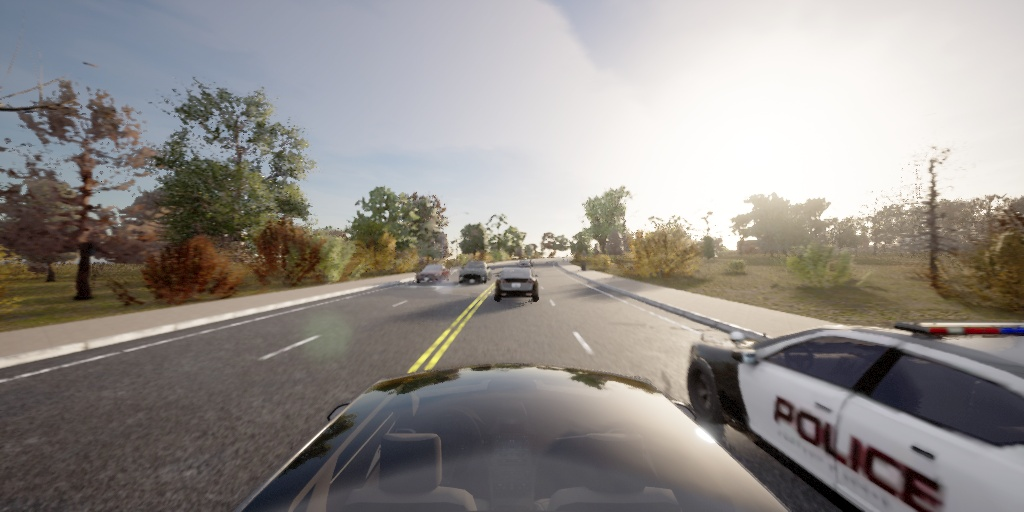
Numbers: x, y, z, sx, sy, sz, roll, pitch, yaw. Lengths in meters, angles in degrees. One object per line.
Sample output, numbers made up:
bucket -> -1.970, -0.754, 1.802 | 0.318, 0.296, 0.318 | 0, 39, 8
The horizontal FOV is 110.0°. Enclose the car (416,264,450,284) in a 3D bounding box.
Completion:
car -> -6.030, 1.364, 27.957 | 1.812, 1.442, 4.674 | 0, 0, 2

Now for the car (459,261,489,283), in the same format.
car -> -2.781, 1.197, 27.869 | 2.097, 1.767, 4.553 | 0, 0, 2

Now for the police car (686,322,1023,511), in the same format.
police car -> 3.241, 1.264, 2.875 | 2.038, 1.542, 4.974 | 0, 0, 0

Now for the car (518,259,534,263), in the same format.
car -> 1.551, 1.332, 46.870 | 1.837, 1.490, 4.892 | 0, 0, 4

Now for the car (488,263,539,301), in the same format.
car -> 0.242, 1.290, 17.626 | 2.163, 1.488, 4.792 | 0, 0, 1
